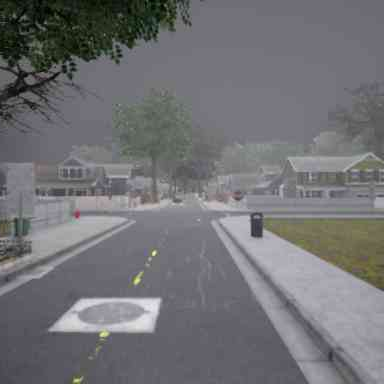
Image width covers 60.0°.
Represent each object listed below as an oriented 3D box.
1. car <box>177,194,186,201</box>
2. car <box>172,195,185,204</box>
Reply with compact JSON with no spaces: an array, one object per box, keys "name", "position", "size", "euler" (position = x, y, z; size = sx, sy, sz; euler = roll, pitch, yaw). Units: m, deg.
[{"name":"car","position":[-2.758,1.421,85.922],"size":[2.128,1.511,4.902],"euler":[0,0,0]},{"name":"car","position":[-2.756,1.539,63.931],"size":[1.895,1.301,4.718],"euler":[0,0,0]}]
